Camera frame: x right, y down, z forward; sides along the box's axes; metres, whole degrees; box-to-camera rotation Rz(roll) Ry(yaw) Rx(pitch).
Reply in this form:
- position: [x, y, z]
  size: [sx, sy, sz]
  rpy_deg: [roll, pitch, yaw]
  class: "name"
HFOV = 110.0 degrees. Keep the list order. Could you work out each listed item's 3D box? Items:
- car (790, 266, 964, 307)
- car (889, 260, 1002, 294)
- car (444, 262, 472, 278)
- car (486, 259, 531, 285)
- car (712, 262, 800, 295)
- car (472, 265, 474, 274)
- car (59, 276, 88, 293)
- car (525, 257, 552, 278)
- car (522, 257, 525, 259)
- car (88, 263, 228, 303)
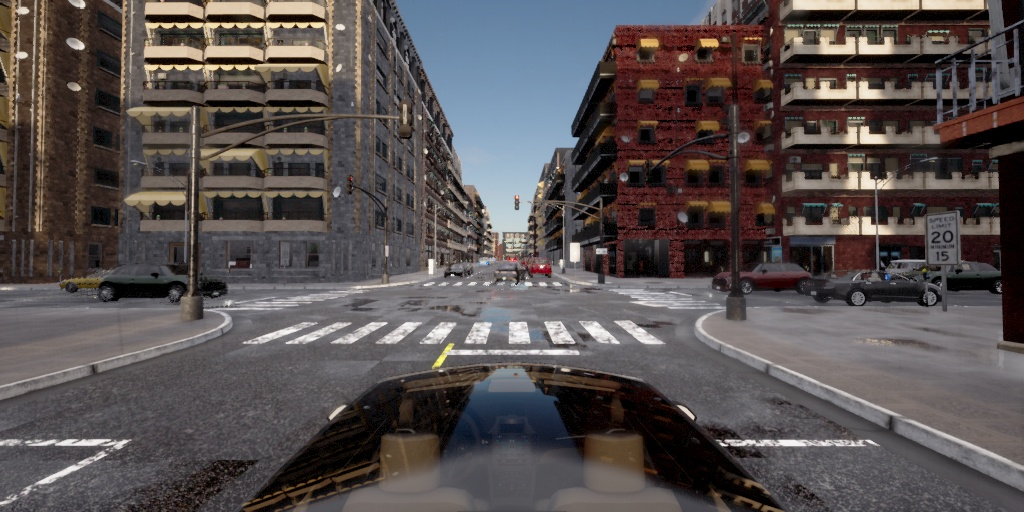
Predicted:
- position: [13.759, 1.186, 13.747]
  size: [4.403, 1.370, 2.007]
  rpy_deg: [0, 0, 0]
  class: "car"
- position: [23.085, 1.079, 19.145]
  size: [4.553, 1.767, 2.097]
  rpy_deg: [0, -1, 0]
  class: "car"
- position: [-5.277, 1.329, 34.017]
  size: [1.948, 1.339, 4.313]
  rpy_deg: [0, 0, 0]
  class: "car"
- position: [-0.129, 1.279, 26.829]
  size: [2.128, 1.511, 4.902]
  rpy_deg: [0, 1, 9]
  class: "car"
- position: [13.236, 1.102, 19.159]
  size: [4.553, 1.767, 2.097]
  rpy_deg: [0, -1, -1]
  class: "car"
- position: [-5.271, 1.332, 39.578]
  size: [1.948, 1.339, 4.313]
  rpy_deg: [0, 0, 0]
  class: "car"
- position: [-24.420, 1.436, 21.762]
  size: [4.829, 1.417, 1.751]
  rpy_deg: [0, 0, 0]
  class: "car"
- position: [2.604, 1.078, 34.053]
  size: [2.192, 1.841, 5.009]
  rpy_deg: [0, 0, 0]
  class: "car"
- position: [2.617, 1.087, 45.176]
  size: [2.192, 1.841, 5.009]
  rpy_deg: [0, 0, 0]
  class: "car"
- position: [-15.658, 1.122, 16.289]
  size: [4.553, 1.767, 2.097]
  rpy_deg: [0, -1, 1]
  class: "car"
